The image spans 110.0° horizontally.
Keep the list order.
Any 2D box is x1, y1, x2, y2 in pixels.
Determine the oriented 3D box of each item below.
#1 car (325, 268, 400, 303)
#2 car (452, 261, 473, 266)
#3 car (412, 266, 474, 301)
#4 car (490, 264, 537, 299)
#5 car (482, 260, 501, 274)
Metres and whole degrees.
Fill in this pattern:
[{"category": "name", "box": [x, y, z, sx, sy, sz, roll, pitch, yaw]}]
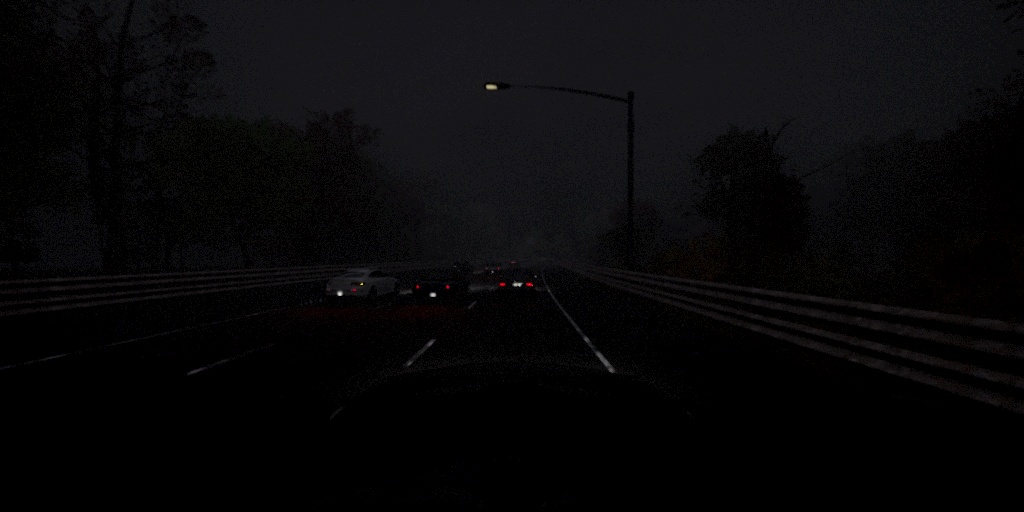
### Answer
[{"category": "car", "box": [-6.777, 1.269, 16.647, 1.812, 1.442, 4.674, 0, 0, 3]}, {"category": "car", "box": [-5.445, 1.270, 39.717, 2.128, 1.511, 4.902, 0, 0, 4]}, {"category": "car", "box": [-3.266, 1.357, 17.524, 1.895, 1.301, 4.718, 0, 0, 3]}, {"category": "car", "box": [0.290, 1.317, 18.384, 2.033, 1.411, 5.357, 0, 0, 3]}, {"category": "car", "box": [-1.896, 1.392, 40.480, 1.895, 1.301, 4.718, 0, 0, 4]}]
